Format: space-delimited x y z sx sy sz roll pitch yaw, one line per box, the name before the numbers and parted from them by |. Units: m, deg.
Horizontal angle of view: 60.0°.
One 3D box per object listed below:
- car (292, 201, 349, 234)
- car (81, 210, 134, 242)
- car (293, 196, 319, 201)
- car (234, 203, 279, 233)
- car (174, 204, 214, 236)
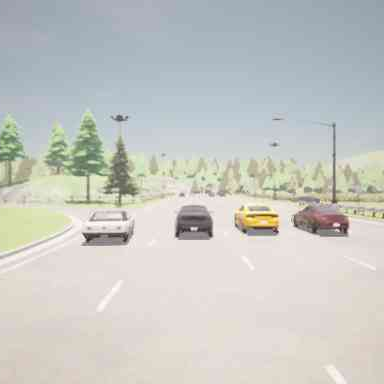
car | 7.098 1.446 18.632 1.812 1.442 4.674 0 0 0
car | -3.848 1.533 16.013 1.895 1.301 4.718 0 0 -5
car | 18.882 1.329 55.362 1.994 1.385 4.181 0 0 -44
car | 3.598 1.396 19.201 1.882 1.535 5.008 0 0 0
car | 0.097 1.430 17.682 1.837 1.490 4.892 0 0 0
